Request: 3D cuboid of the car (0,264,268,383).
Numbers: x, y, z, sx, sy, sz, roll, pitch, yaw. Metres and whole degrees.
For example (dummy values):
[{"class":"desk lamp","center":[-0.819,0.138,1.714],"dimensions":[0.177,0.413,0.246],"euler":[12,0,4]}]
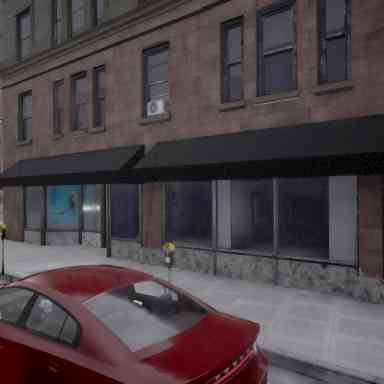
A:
[{"class":"car","center":[-1.396,1.545,3.861],"dimensions":[4.507,1.381,1.887],"euler":[0,0,36]}]
